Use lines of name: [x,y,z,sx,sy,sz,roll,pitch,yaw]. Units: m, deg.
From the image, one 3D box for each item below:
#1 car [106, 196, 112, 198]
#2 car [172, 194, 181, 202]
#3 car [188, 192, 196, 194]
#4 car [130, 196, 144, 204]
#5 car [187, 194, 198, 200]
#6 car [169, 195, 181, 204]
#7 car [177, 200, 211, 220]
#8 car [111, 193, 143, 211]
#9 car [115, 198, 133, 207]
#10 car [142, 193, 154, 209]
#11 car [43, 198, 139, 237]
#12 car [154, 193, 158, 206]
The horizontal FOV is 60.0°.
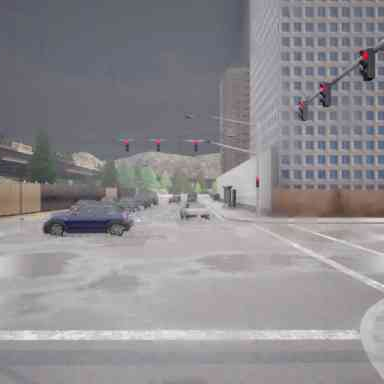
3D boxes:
car: [-10.569,1.352,42.148,2.097,1.767,4.553,0,0,0]
car: [-3.461,1.305,74.481,1.882,1.535,5.008,0,0,0]
car: [0.039,1.053,74.508,2.150,2.045,5.566,0,0,0]
car: [-10.516,1.478,63.614,1.882,1.535,5.008,0,0,1]
car: [0.034,1.601,64.285,1.895,1.301,4.718,0,0,0]
car: [-3.466,1.601,64.288,1.895,1.301,4.718,0,0,0]
car: [0.200,1.600,28.256,1.895,1.301,4.718,0,0,-10]
car: [-7.068,1.352,36.797,2.097,1.767,4.553,0,0,0]
car: [-10.560,1.601,51.942,1.895,1.301,4.718,0,0,0]
car: [-7.059,1.221,46.233,2.150,2.045,5.566,0,0,0]
car: [-5.390,1.378,17.659,4.553,1.767,2.097,0,0,0]
car: [-7.034,1.221,56.963,2.150,2.045,5.566,0,0,0]
